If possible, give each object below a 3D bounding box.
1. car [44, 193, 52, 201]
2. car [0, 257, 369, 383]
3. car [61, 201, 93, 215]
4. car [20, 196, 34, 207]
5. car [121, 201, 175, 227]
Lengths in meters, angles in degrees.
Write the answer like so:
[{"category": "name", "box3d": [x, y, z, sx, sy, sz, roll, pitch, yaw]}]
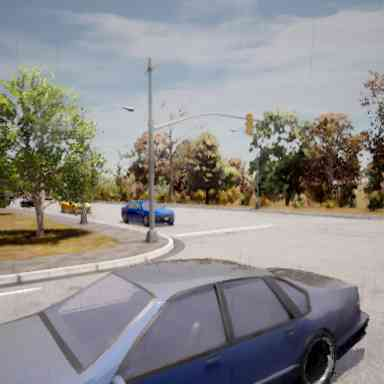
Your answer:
[{"category": "car", "box3d": [-37.709, 1.692, 86.716, 1.895, 1.301, 4.718, -1, 0, -28]}, {"category": "car", "box3d": [-0.204, 1.532, 3.624, 5.357, 1.411, 2.033, -1, 0, -35]}, {"category": "car", "box3d": [-11.512, 1.364, 33.137, 1.882, 1.535, 5.008, -1, 1, -38]}, {"category": "car", "box3d": [-23.689, 1.578, 48.700, 1.895, 1.301, 4.718, -1, 0, -38]}, {"category": "car", "box3d": [-3.000, 1.350, 22.101, 1.882, 1.535, 5.008, -1, 1, -36]}]
